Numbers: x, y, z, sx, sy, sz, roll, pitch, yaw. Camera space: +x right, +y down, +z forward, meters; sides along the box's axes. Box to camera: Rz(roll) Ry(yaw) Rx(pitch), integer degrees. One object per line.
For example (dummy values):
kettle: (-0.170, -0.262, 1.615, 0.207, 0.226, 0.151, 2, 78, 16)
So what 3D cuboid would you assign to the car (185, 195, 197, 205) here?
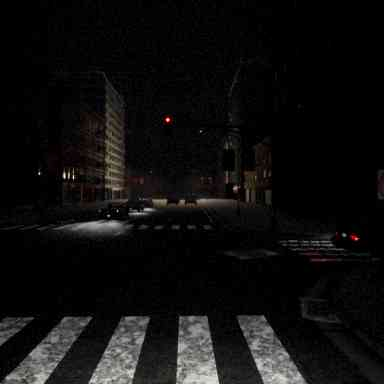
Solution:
car: (-0.233, 1.342, 58.300, 2.097, 1.767, 4.553, 0, 0, 0)

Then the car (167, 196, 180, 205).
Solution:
car: (-3.387, 1.467, 59.119, 1.882, 1.535, 5.008, 0, 0, 0)

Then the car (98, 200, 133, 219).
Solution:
car: (-6.715, 1.600, 28.951, 1.895, 1.301, 4.718, 0, 0, 0)

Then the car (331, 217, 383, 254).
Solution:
car: (7.817, 1.566, 11.638, 5.357, 1.411, 2.033, 0, 0, 0)

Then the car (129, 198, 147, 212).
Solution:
car: (-6.751, 1.522, 38.740, 1.812, 1.442, 4.674, 0, 0, 0)

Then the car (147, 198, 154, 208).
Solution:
car: (-6.787, 1.594, 48.778, 1.895, 1.301, 4.718, 0, 0, 0)

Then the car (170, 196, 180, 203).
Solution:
car: (-3.445, 1.587, 69.884, 1.895, 1.301, 4.718, 0, 0, 0)

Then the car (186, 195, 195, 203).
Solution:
car: (-0.273, 1.464, 68.332, 1.882, 1.535, 5.008, 0, 0, 0)
